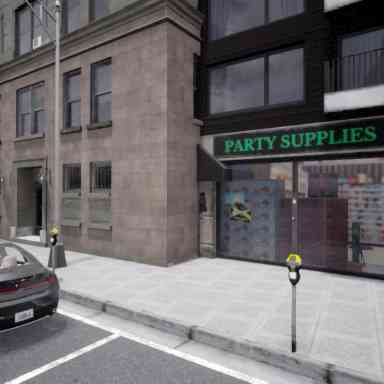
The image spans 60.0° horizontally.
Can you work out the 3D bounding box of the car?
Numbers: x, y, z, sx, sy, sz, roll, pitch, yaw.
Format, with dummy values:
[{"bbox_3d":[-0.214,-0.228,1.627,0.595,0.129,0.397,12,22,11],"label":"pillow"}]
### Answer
[{"bbox_3d":[-4.200,1.551,6.080,4.403,1.369,2.008,0,0,36],"label":"car"}]
